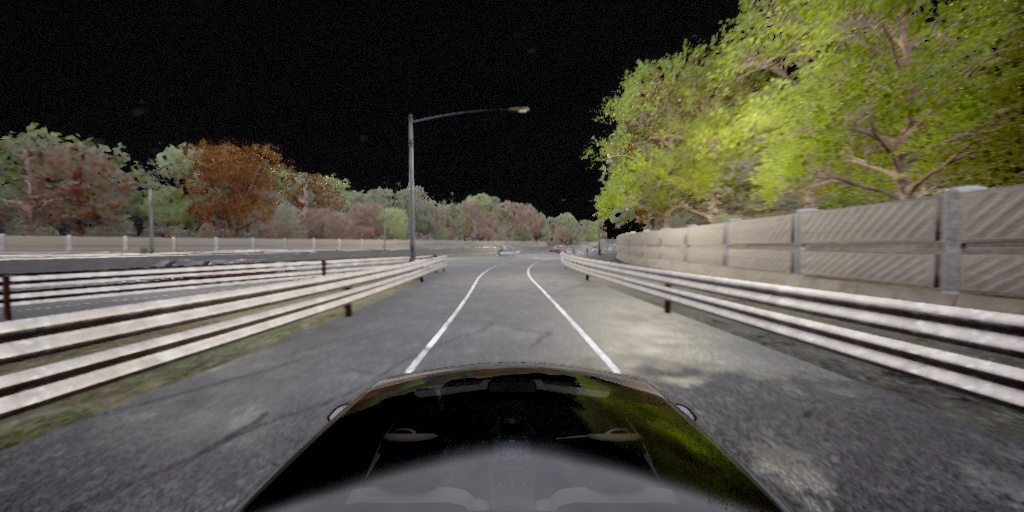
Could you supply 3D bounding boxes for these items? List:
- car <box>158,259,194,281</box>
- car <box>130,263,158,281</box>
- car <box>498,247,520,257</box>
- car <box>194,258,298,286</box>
[{"bbox_3d":[-18.066,0.890,22.060,1.895,1.301,4.718,0,2,24],"label":"car"},{"bbox_3d":[-21.311,0.866,23.377,1.895,1.301,4.718,0,2,24],"label":"car"},{"bbox_3d":[-0.258,-0.508,61.332,1.895,1.301,4.718,1,2,25],"label":"car"},{"bbox_3d":[-14.848,0.841,20.671,1.812,1.442,4.674,0,2,24],"label":"car"}]
